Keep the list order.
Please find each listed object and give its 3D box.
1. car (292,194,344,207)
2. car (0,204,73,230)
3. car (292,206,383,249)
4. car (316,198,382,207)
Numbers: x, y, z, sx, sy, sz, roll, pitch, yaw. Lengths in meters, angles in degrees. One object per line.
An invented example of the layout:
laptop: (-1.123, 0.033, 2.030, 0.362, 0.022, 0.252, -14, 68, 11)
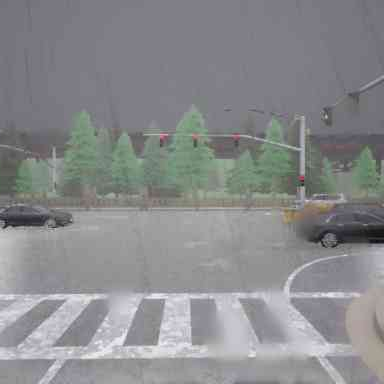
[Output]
car: (13.548, 1.221, 35.398, 5.566, 2.045, 2.150, 0, 0, -2)
car: (-9.866, 1.505, 20.484, 4.892, 1.490, 1.837, 0, 0, -2)
car: (6.764, 1.507, 13.983, 4.892, 1.490, 1.837, -1, 0, -2)
car: (9.380, 1.351, 17.563, 4.553, 1.767, 2.097, 0, 0, -2)
